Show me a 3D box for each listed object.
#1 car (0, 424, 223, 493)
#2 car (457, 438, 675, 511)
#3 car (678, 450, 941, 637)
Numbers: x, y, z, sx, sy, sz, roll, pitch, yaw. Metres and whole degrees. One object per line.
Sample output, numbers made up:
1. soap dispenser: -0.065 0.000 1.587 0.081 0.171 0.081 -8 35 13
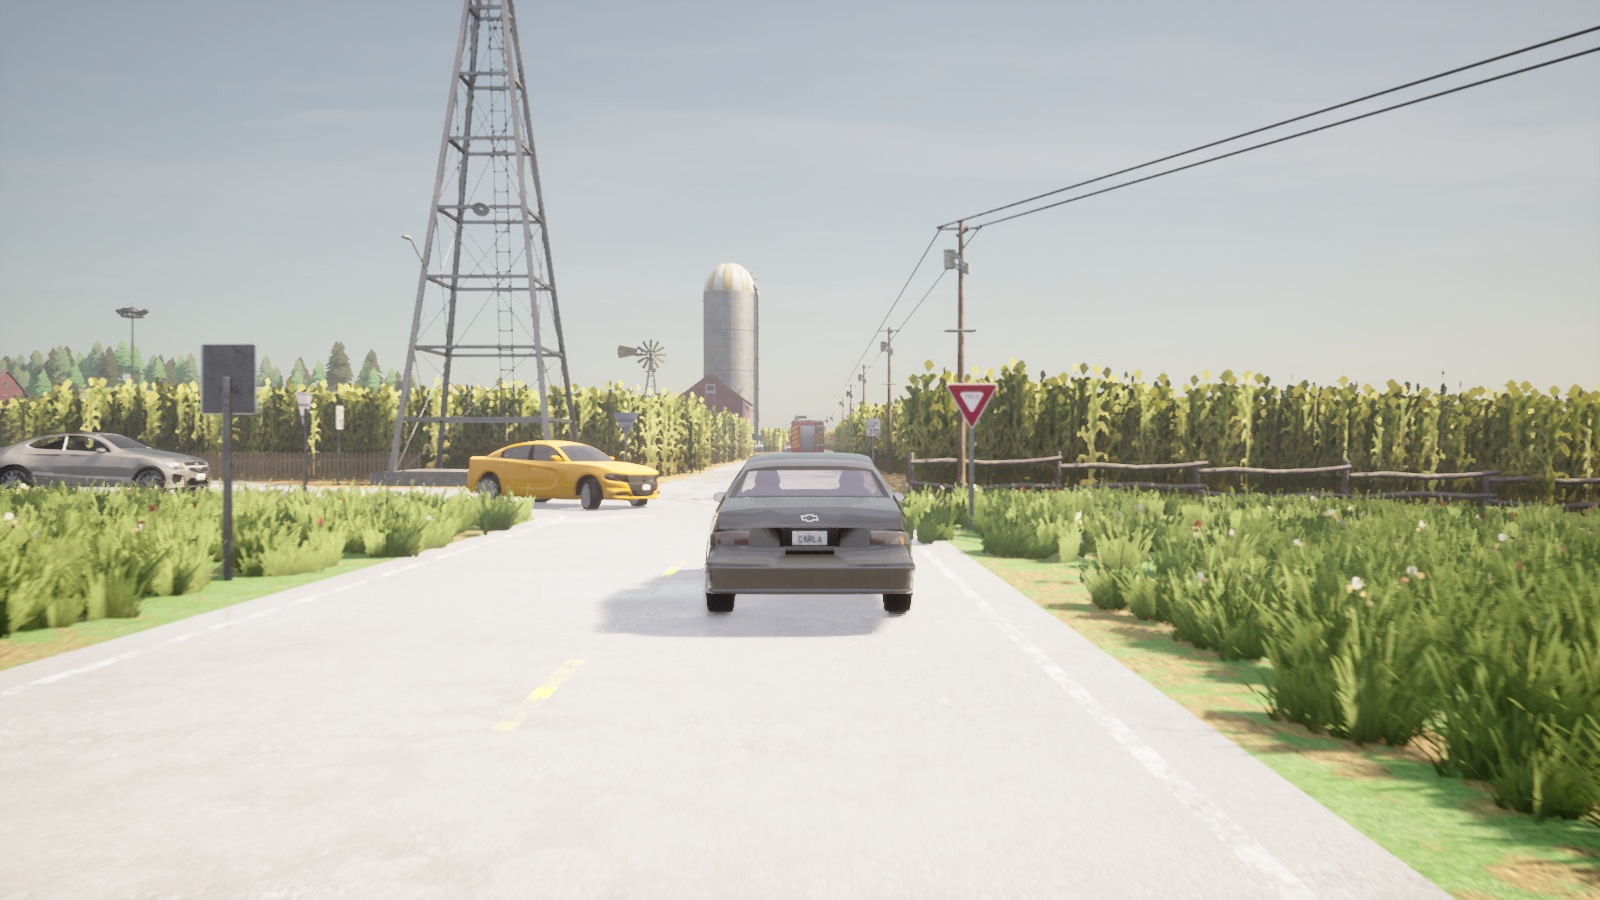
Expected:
1. car: -17.331 0.195 31.184 5.027 1.651 2.152 0 0 1
2. car: -5.441 0.520 28.928 5.008 1.535 1.882 1 0 33
3. car: 0.087 0.724 12.395 2.033 1.411 5.357 0 0 0
